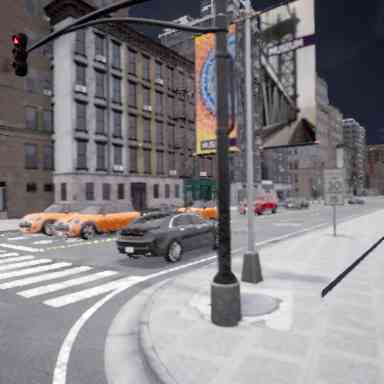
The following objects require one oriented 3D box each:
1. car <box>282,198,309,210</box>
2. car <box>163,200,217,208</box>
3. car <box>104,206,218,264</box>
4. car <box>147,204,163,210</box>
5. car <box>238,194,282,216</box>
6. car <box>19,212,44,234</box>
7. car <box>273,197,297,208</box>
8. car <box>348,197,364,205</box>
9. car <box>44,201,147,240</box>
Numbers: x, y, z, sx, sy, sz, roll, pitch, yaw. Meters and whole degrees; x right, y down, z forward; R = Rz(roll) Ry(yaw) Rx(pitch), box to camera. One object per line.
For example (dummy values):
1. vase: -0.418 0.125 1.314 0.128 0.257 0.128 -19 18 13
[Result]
1. car: 13.345 1.467 42.269 2.128 1.511 4.902 -1 0 37
2. car: 0.350 1.372 24.545 2.097 1.767 4.553 -1 0 36
3. car: -0.519 1.445 11.794 1.837 1.490 4.892 -3 -1 33
4. car: -2.398 1.632 26.265 1.994 1.385 4.181 -1 -1 37
5. car: 6.652 1.221 33.172 2.150 2.045 5.566 -1 0 36
6. car: -7.500 1.437 19.289 2.097 1.767 4.553 -1 -1 36
7. car: 13.491 1.541 47.904 1.812 1.442 4.674 -1 -1 36
8. car: 27.814 1.451 56.336 1.994 1.385 4.181 -1 0 36
9. car: -4.860 1.390 17.396 2.097 1.767 4.553 -1 0 36
